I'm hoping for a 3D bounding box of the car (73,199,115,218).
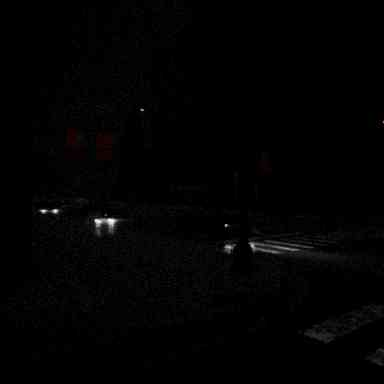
[{"bbox_3d":[-9.063,1.654,31.167,2.033,1.411,5.357,0,0,-36],"label":"car"}]

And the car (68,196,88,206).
[{"bbox_3d":[-18.959,1.743,56.428,1.812,1.442,4.674,0,0,-36],"label":"car"}]

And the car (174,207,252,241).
[{"bbox_3d":[0.950,1.531,17.222,2.128,1.511,4.902,0,0,-36],"label":"car"}]

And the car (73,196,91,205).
[{"bbox_3d":[-22.011,1.612,66.250,2.097,1.767,4.553,0,0,-36],"label":"car"}]

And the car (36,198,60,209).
[{"bbox_3d":[-21.125,1.666,48.123,1.882,1.535,5.008,0,-1,-36],"label":"car"}]

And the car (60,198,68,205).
[{"bbox_3d":[-25.231,1.857,65.160,1.895,1.301,4.718,0,0,-36],"label":"car"}]
